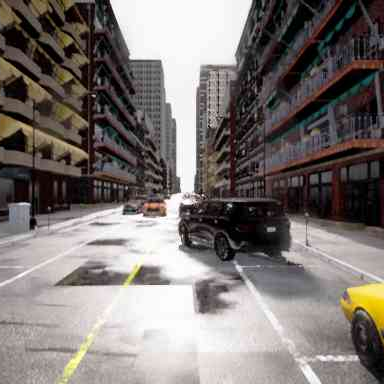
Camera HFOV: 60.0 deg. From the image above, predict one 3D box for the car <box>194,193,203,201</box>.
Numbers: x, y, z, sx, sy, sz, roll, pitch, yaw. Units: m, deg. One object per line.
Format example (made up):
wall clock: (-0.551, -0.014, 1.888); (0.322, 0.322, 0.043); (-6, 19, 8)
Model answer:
car: (1.666, 1.289, 84.782); (2.192, 1.841, 5.009); (1, 0, -1)

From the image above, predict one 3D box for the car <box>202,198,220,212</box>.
car: (2.208, 1.539, 40.462); (1.887, 1.381, 4.507); (1, 0, -1)

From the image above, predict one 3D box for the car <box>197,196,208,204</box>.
car: (1.933, 1.510, 62.791); (1.752, 1.417, 4.829); (1, 0, -1)

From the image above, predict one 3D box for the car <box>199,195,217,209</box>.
car: (2.143, 1.307, 46.001); (2.192, 1.841, 5.009); (1, 0, -1)

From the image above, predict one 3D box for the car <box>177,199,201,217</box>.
car: (-0.312, 1.488, 32.482); (2.128, 1.511, 4.902); (0, 0, -1)

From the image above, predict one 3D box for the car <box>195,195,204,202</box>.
car: (1.730, 1.522, 79.241); (1.887, 1.381, 4.507); (1, 0, -1)

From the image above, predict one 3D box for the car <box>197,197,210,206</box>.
car: (2.002, 1.538, 57.081); (2.008, 1.369, 4.403); (1, 0, -1)

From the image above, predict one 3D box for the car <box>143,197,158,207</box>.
car: (-6.306, 1.515, 51.216); (1.752, 1.417, 4.829); (1, 0, -1)

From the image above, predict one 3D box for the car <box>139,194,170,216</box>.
car: (-3.489, 1.348, 31.879); (2.097, 1.767, 4.553); (0, 0, -1)

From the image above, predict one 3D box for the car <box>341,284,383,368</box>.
car: (3.117, 1.457, 2.745); (1.801, 1.575, 5.366); (0, 0, -1)

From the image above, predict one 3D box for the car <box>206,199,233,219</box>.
car: (2.345, 1.437, 29.381); (1.967, 1.590, 4.097); (1, 0, -1)

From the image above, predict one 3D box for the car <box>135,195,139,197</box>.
car: (-6.168, 1.309, 40.305); (2.192, 1.841, 5.009); (1, 0, -1)

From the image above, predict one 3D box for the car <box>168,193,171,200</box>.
car: (-6.782, 1.286, 90.166); (2.192, 1.841, 5.009); (1, 0, -1)

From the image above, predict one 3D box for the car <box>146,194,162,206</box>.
car: (-6.372, 1.303, 56.925); (2.192, 1.841, 5.009); (1, 0, -1)

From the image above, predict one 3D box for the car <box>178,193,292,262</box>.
car: (1.325, 1.222, 12.516); (2.150, 2.045, 5.566); (-1, 1, -24)

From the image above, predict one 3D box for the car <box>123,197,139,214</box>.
car: (-6.104, 1.547, 34.765); (2.008, 1.369, 4.403); (1, 0, -1)
